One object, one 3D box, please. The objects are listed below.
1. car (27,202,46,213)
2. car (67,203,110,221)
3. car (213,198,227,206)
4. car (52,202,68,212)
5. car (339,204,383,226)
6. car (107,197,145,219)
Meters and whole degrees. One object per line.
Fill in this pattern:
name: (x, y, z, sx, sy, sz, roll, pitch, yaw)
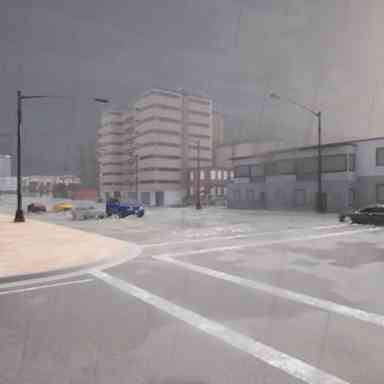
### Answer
car: (-22.854, 2.270, 48.911, 1.882, 1.535, 5.008, 0, -1, -37)
car: (-9.847, 1.937, 31.451, 1.895, 1.301, 4.718, 0, -1, -37)
car: (5.628, 1.810, 60.098, 1.970, 1.475, 3.806, 0, -1, -37)
car: (-19.783, 2.265, 50.643, 1.882, 1.535, 5.008, 0, -1, -37)
car: (12.506, 1.569, 22.554, 1.837, 1.490, 4.892, -9, 6, -40)
car: (-6.828, 1.550, 33.260, 2.150, 2.045, 5.566, 0, -1, -37)
